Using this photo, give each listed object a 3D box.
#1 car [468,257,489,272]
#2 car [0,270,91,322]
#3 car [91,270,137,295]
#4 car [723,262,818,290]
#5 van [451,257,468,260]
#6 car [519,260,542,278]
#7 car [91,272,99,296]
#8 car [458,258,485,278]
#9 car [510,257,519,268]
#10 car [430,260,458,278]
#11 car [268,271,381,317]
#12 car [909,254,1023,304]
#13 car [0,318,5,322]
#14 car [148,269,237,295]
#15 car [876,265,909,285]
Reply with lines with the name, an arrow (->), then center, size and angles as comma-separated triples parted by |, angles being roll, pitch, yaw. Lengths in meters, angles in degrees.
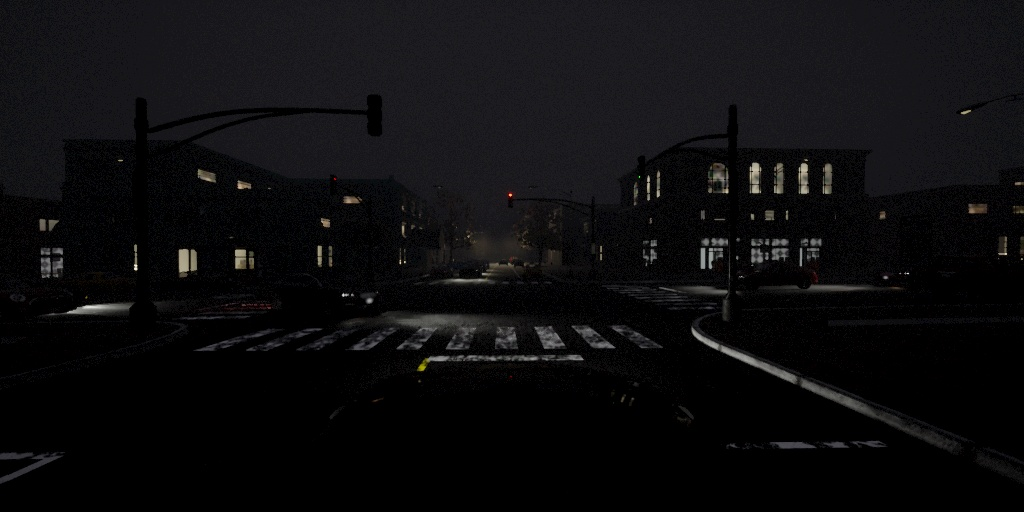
car -> -4.180, 1.220, 44.461 | 1.882, 1.535, 5.008 | 0, 0, -1
car -> -18.346, 1.423, 12.752 | 4.097, 1.591, 1.967 | 0, 0, -2
car -> -24.497, 1.501, 20.840 | 4.829, 1.417, 1.751 | 0, 0, -2
car -> 14.306, 1.063, 19.928 | 4.674, 1.442, 1.812 | -1, 1, -2
van -> -6.775, 1.083, 44.683 | 1.690, 1.789, 3.998 | 0, 0, -1
car -> 1.881, 1.270, 33.979 | 1.751, 1.417, 4.829 | 0, 0, -1
car -> -20.930, 1.551, 15.194 | 4.181, 1.385, 1.994 | 0, 1, -2
car -> -3.920, 1.222, 34.421 | 1.882, 1.535, 5.008 | 0, 0, -2
car -> 1.178, 1.289, 61.531 | 2.007, 1.370, 4.403 | 0, 0, -1
car -> -6.492, 1.326, 33.595 | 1.802, 1.307, 4.207 | 0, 0, -1
car -> -7.212, 1.338, 13.726 | 4.902, 1.511, 2.128 | -1, 0, 26
car -> 19.642, 0.843, 14.370 | 5.009, 1.841, 2.192 | 0, 0, -2
car -> -5.661, 1.295, 1.086 | 1.888, 1.381, 4.507 | 0, 0, -1
car -> -18.678, 1.474, 21.093 | 4.313, 1.339, 1.948 | 0, 0, -2
car -> 23.528, 0.918, 20.328 | 4.902, 1.511, 2.128 | -1, 1, -2
